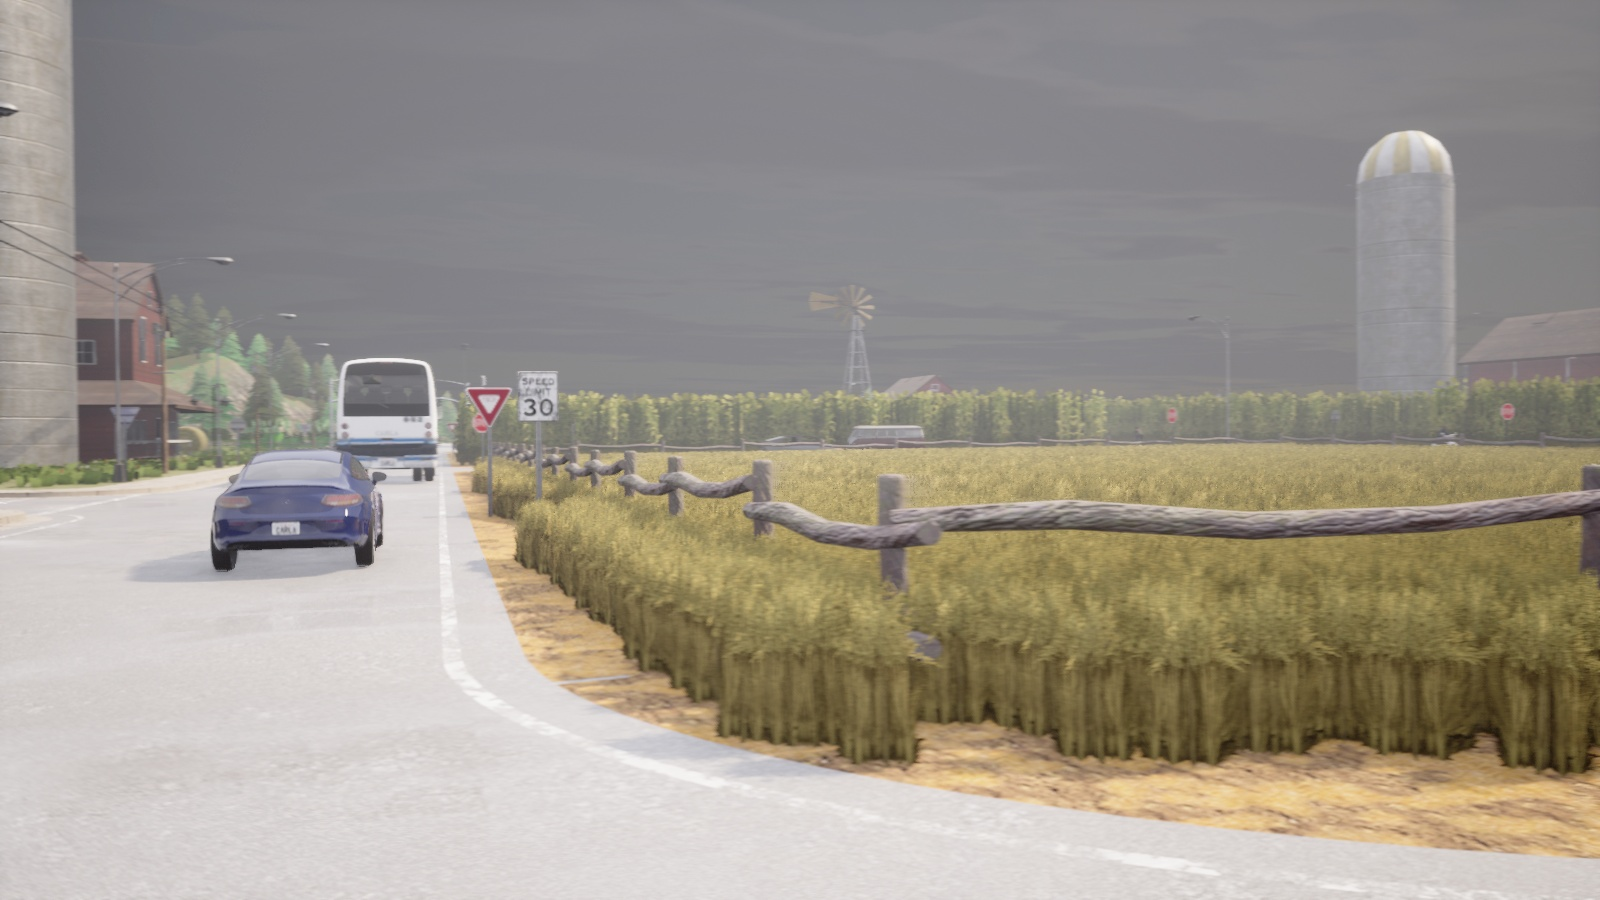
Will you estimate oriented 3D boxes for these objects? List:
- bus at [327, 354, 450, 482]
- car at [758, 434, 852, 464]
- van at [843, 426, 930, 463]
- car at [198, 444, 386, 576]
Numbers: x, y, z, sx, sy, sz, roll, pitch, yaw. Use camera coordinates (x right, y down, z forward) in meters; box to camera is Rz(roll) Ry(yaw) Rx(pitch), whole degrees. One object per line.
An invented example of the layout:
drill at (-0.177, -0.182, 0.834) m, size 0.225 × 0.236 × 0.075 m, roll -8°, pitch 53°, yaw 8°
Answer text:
bus at (-15.308, -1.123, 47.438) m, size 3.944 × 4.253 × 10.273 m, roll 0°, pitch 1°, yaw -16°
car at (0.235, -0.055, 65.110) m, size 4.514 × 1.525 × 2.007 m, roll 0°, pitch 1°, yaw -16°
van at (4.784, -0.329, 69.607) m, size 4.442 × 1.987 × 1.775 m, roll -1°, pitch 1°, yaw -16°
car at (-6.530, 0.659, 16.601) m, size 1.812 × 1.442 × 4.674 m, roll 0°, pitch 1°, yaw -16°
